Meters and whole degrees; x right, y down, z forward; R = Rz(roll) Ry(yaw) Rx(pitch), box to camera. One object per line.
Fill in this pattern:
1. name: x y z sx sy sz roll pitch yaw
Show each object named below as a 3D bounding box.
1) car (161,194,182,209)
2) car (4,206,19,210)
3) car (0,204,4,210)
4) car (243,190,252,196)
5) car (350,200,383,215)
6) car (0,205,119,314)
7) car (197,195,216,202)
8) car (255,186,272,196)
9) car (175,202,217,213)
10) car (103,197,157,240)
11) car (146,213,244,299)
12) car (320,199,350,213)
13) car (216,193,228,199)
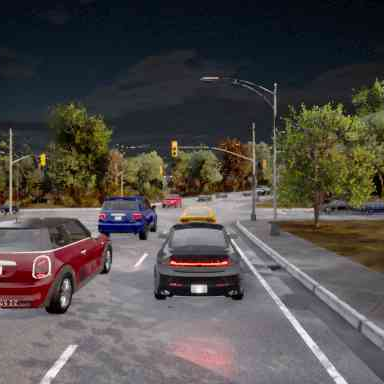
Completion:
1. car: -2.971 1.364 49.576 2.150 2.045 5.566 0 0 9
2. car: -21.174 1.827 35.662 4.718 1.301 1.895 -1 0 3
3. car: -21.519 1.709 32.172 4.902 1.511 2.128 -1 0 4
4. car: 14.627 0.267 84.324 1.994 1.385 4.181 0 3 33
5. car: 18.832 1.514 33.138 4.674 1.442 1.812 -1 0 4
6. car: -3.353 1.363 7.801 2.097 1.767 4.553 0 0 1
7. car: 2.695 1.325 68.501 2.033 1.411 5.357 0 2 21
8. car: 17.947 0.150 83.044 1.882 1.535 5.008 0 3 33
9. car: 0.348 1.518 17.846 1.882 1.535 5.008 0 0 2
10. car: -3.181 1.260 17.364 2.150 2.045 5.566 0 0 2
11. car: 0.154 1.517 8.467 1.837 1.490 4.892 0 0 1
12. car: 16.385 1.534 37.011 4.902 1.511 2.128 -1 0 4
13. car: 6.872 0.842 77.658 1.994 1.385 4.181 0 3 26
